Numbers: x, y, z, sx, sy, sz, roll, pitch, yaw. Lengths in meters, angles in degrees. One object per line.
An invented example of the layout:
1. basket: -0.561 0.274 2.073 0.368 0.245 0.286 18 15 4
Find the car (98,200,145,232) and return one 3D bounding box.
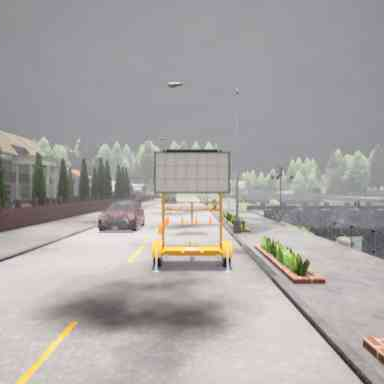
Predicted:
1. car: -4.096 1.325 19.913 2.097 1.767 4.553 0 0 0

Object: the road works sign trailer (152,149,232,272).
1. road works sign trailer: 0.003 0.450 10.657 2.380 3.560 2.880 0 0 0

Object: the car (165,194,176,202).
1. car: -4.052 1.141 60.338 2.150 2.045 5.566 0 0 0
